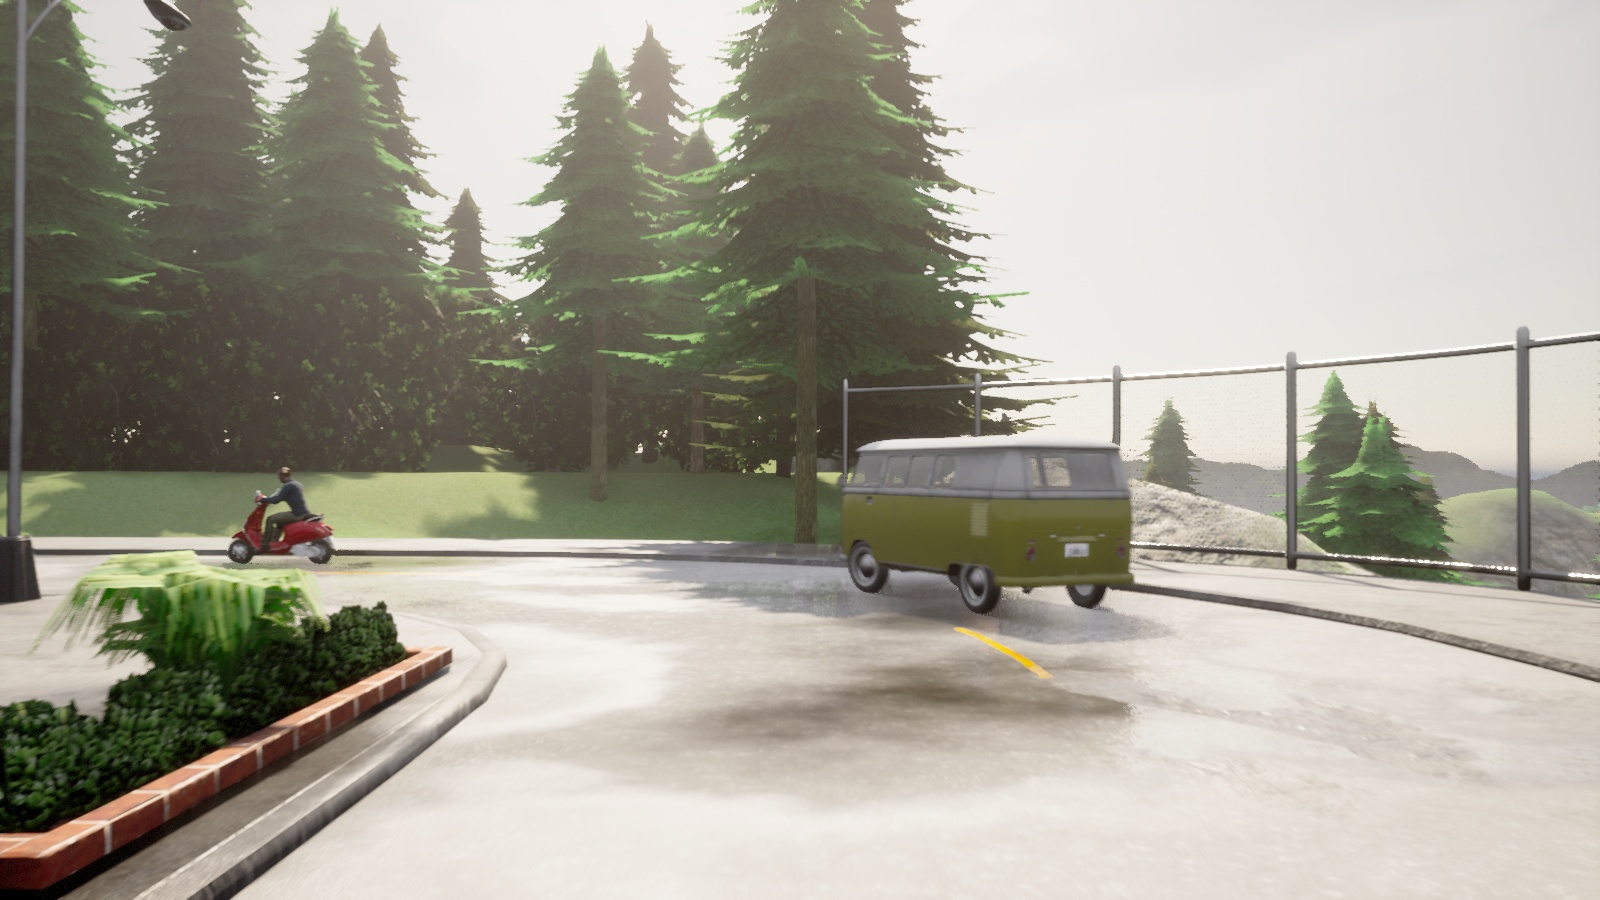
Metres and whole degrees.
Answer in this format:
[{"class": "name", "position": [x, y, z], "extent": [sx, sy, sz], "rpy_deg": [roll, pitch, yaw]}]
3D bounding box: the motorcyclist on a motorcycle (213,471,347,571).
[{"class": "motorcyclist on a motorcycle", "position": [-8.485, 1.146, 20.542], "extent": [1.817, 1.590, 0.866], "rpy_deg": [0, 0, 3]}]

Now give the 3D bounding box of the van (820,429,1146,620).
[{"class": "van", "position": [2.041, 0.819, 15.442], "extent": [1.775, 1.987, 4.442], "rpy_deg": [0, -1, -26]}]
